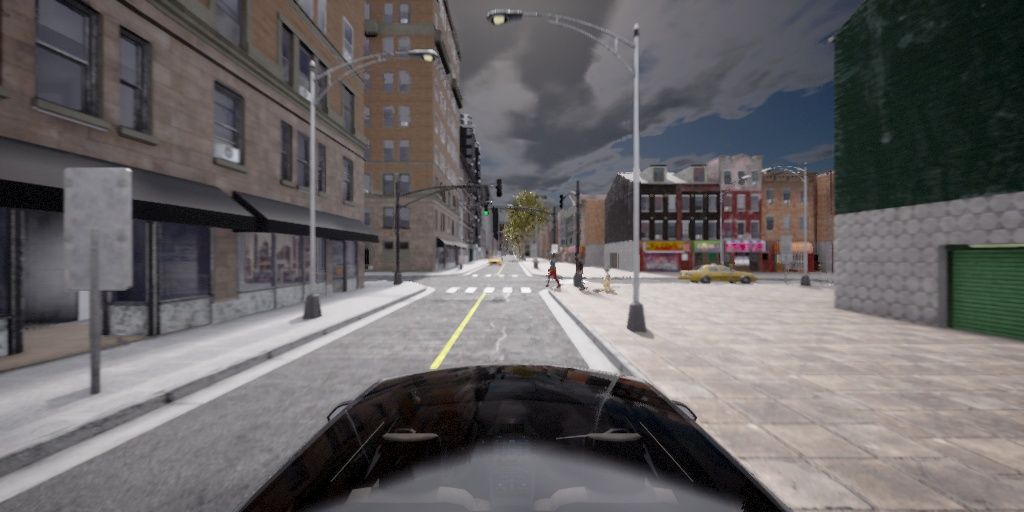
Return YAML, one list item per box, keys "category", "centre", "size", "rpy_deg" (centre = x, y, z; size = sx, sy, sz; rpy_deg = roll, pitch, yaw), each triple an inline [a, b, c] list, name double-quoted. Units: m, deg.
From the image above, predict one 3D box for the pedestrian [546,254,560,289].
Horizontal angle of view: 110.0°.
- category: "pedestrian"
  centre: [2.129, 0.767, 18.681]
  size: [0.375, 1.860, 0.375]
  rpy_deg: [0, 0, 0]

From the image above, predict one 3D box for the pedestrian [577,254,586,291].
- category: "pedestrian"
  centre: [3.344, 0.779, 17.480]
  size: [0.375, 1.860, 0.375]
  rpy_deg: [0, 0, 0]

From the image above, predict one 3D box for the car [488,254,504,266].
- category: "car"
  centre: [-2.785, 0.783, 58.689]
  size: [1.882, 1.535, 5.008]
  rpy_deg: [0, 1, 1]

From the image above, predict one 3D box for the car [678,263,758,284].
- category: "car"
  centre: [13.886, 1.183, 24.253]
  size: [4.829, 1.417, 1.751]
  rpy_deg: [0, 0, 0]

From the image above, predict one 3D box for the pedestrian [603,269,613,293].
- category: "pedestrian"
  centre: [4.862, 1.196, 18.081]
  size: [0.375, 1.300, 0.375]
  rpy_deg: [0, 0, 0]
